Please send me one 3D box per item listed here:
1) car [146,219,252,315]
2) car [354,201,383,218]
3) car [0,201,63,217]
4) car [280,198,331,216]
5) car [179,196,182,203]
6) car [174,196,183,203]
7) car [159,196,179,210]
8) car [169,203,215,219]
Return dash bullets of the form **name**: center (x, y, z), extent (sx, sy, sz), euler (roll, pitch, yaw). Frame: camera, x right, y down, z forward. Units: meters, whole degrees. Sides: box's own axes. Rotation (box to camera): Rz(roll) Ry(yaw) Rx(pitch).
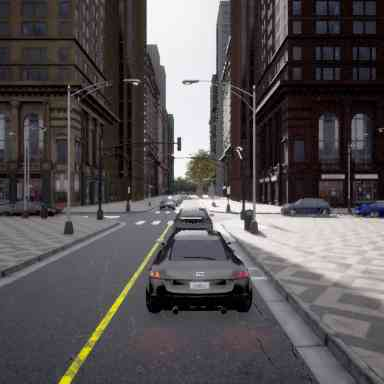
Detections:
- **car**: center (0.105, 1.564, 7.686), extent (1.994, 1.385, 4.181), euler (0, 0, -1)
- **car**: center (16.792, 1.528, 28.845), extent (5.008, 1.535, 1.882), euler (0, 0, 0)
- **car**: center (-14.127, 1.499, 28.835), extent (5.357, 1.411, 2.033), euler (0, 0, 0)
- **car**: center (10.852, 1.389, 32.082), extent (4.553, 1.767, 2.097), euler (0, 0, 1)
- **car**: center (-3.108, 1.495, 52.810), extent (2.128, 1.511, 4.902), euler (0, 0, 0)
- **car**: center (-3.024, 1.551, 73.457), extent (1.812, 1.442, 4.674), euler (0, 0, 0)
- **car**: center (-3.105, 1.548, 43.049), extent (2.033, 1.411, 5.357), euler (0, 0, 0)
- **car**: center (0.055, 1.505, 16.593), extent (1.837, 1.490, 4.892), euler (0, 0, 0)
